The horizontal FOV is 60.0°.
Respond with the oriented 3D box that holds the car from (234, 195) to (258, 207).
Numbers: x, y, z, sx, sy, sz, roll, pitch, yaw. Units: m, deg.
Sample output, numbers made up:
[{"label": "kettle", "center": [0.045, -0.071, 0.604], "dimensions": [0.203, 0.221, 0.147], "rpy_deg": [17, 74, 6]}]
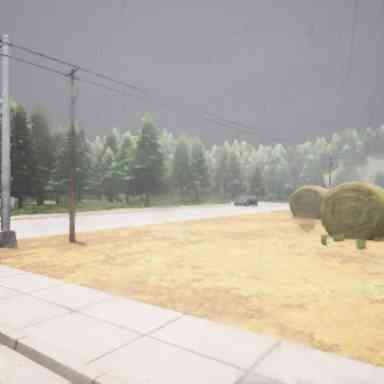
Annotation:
[{"label": "car", "center": [8.098, 1.296, 49.989], "dimensions": [2.097, 1.767, 4.553], "rpy_deg": [0, 0, 37]}]
